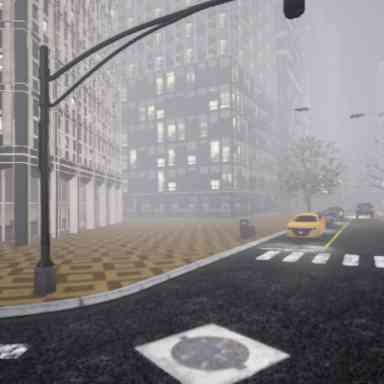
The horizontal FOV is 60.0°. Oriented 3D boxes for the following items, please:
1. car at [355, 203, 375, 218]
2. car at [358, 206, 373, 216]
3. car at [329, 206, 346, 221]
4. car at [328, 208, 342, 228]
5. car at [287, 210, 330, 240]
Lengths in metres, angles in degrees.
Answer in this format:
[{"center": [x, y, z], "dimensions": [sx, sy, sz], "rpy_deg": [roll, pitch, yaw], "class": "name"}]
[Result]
[{"center": [23.573, 2.482, 45.336], "dimensions": [2.150, 2.045, 5.566], "rpy_deg": [-2, -2, 28], "class": "car"}, {"center": [28.431, 3.066, 54.504], "dimensions": [2.033, 1.411, 5.357], "rpy_deg": [-2, -2, 28], "class": "car"}, {"center": [16.854, 2.495, 39.219], "dimensions": [2.097, 1.767, 4.553], "rpy_deg": [-2, -2, 28], "class": "car"}, {"center": [12.052, 2.441, 30.145], "dimensions": [2.033, 1.411, 5.357], "rpy_deg": [-2, -2, 28], "class": "car"}, {"center": [7.435, 2.134, 21.412], "dimensions": [1.882, 1.535, 5.008], "rpy_deg": [-2, -2, 28], "class": "car"}]
